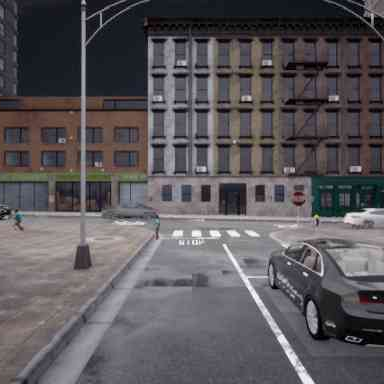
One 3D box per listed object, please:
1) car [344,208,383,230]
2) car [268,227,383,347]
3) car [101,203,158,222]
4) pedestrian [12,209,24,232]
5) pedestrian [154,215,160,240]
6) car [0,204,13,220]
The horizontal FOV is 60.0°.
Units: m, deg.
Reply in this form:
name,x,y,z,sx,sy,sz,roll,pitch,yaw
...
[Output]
name,x,y,z,sx,sy,sz,roll,pitch,yaw
car,12.761,1.825,22.435,4.674,1.442,1.812,1,0,0
car,2.639,1.549,6.307,2.008,1.369,4.403,0,0,0
car,-4.724,1.501,25.446,4.181,1.385,1.994,1,0,0
pedestrian,-8.484,1.393,16.217,0.500,1.100,0.500,0,0,0
pedestrian,-1.646,1.670,15.615,0.500,1.100,0.500,0,0,0
car,-14.702,1.078,22.532,4.553,1.767,2.097,1,0,0
